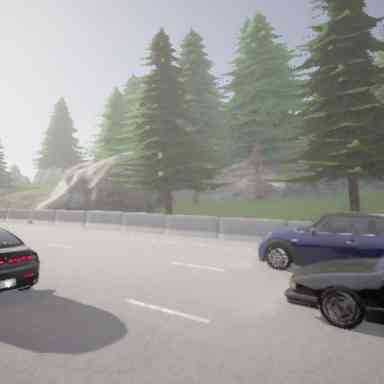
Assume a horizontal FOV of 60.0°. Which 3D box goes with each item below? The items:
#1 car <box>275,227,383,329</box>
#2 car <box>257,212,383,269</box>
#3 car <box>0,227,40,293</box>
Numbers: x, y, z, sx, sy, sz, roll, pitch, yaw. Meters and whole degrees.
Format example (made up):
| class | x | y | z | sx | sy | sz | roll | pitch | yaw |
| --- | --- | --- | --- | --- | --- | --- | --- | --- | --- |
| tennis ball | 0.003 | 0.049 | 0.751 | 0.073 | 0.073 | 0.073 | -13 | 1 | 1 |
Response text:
| class | x | y | z | sx | sy | sz | roll | pitch | yaw |
| --- | --- | --- | --- | --- | --- | --- | --- | --- | --- |
| car | 4.298 | 1.547 | 5.226 | 5.357 | 1.411 | 2.033 | 0 | 0 | 35 |
| car | 4.207 | 1.362 | 9.589 | 4.553 | 1.767 | 2.097 | 0 | 0 | 35 |
| car | -5.584 | 1.559 | 7.970 | 4.892 | 1.490 | 1.837 | 0 | 0 | 35 |
